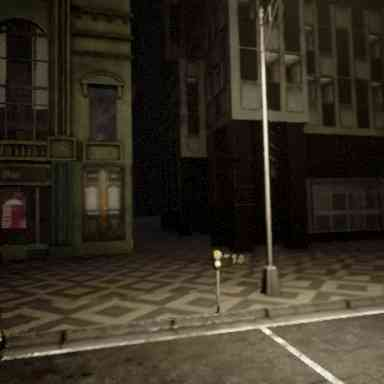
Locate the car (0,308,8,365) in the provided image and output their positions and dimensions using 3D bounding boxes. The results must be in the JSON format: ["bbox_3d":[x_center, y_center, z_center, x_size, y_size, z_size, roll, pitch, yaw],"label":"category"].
[{"bbox_3d":[-4.469,1.912,3.671,4.313,1.339,1.947,-1,-3,-15],"label":"car"}]
